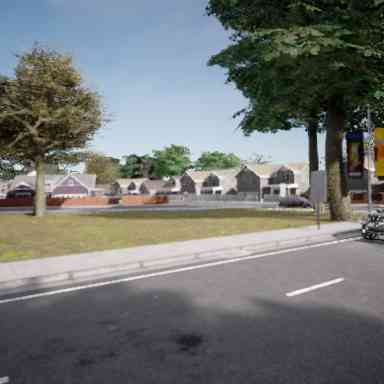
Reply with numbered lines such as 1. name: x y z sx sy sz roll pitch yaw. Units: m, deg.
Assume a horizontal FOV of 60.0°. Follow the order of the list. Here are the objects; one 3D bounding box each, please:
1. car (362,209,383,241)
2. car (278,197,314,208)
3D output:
1. car: 9.282 1.144 14.284 4.553 1.767 2.097 -1 1 -35
2. car: 13.765 1.359 43.105 2.033 1.411 5.357 -2 1 -35
